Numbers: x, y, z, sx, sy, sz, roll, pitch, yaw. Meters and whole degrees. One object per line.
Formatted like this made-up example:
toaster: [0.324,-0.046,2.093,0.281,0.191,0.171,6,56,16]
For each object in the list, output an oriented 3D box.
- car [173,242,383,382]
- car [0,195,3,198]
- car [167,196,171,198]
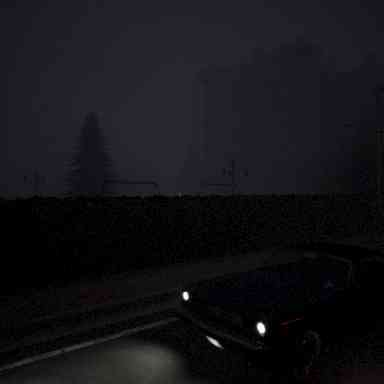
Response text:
car: [2.057,1.601,5.563,4.718,1.301,1.895,0,0,-37]
car: [-40.312,1.374,67.393,3.633,1.501,1.845,0,0,-38]
car: [-4.684,1.337,50.366,2.097,1.767,4.553,0,0,-38]
